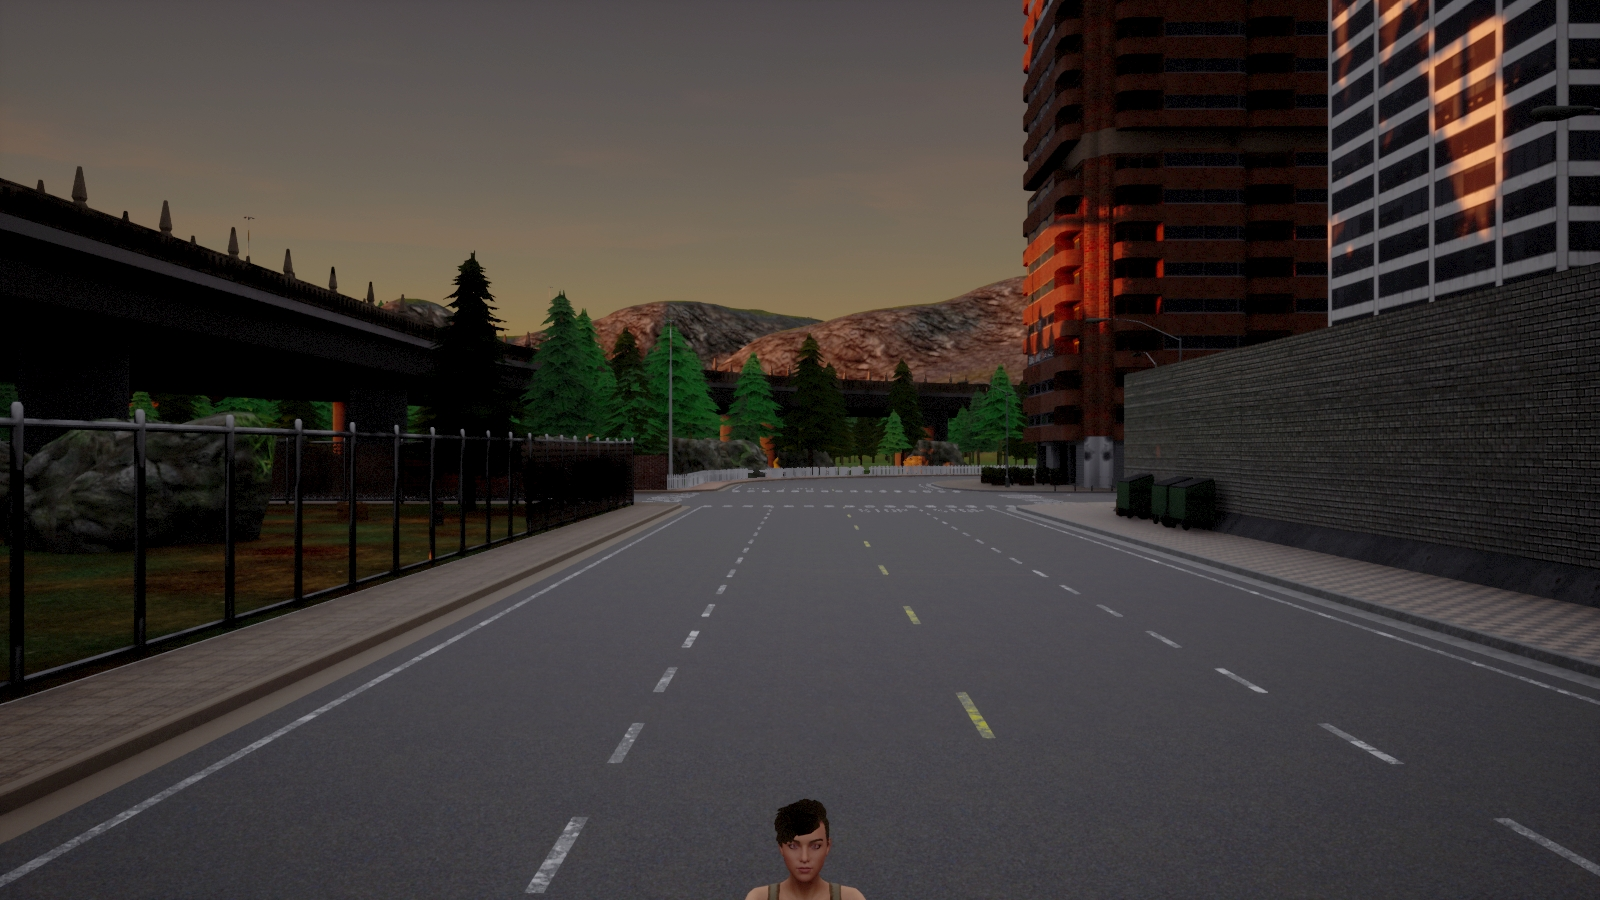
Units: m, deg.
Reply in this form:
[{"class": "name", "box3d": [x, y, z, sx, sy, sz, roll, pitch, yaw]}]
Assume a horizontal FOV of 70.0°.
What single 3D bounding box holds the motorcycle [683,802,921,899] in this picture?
[{"class": "motorcycle", "box3d": [0.006, 2.099, 3.507, 0.764, 1.307, 2.356, 0, 0, 0]}]
